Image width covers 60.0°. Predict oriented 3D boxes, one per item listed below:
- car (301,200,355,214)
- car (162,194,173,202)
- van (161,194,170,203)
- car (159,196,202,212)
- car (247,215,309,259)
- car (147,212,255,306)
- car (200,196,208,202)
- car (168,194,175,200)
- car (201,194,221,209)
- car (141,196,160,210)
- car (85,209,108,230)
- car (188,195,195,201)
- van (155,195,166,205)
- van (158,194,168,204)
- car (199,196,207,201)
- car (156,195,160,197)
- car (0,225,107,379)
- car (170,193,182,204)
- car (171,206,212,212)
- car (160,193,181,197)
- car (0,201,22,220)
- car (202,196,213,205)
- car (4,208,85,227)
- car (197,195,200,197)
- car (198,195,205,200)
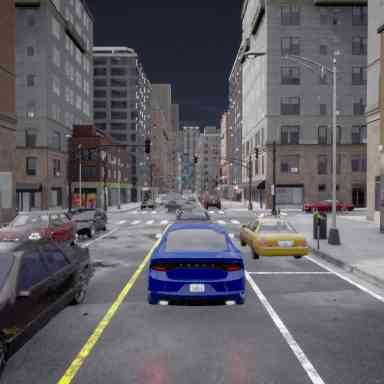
[{"bbox_3d":[13.308,1.458,32.848,4.718,1.301,1.895,-1,1,-1],"label":"car"},{"bbox_3d":[-5.801,1.380,78.092,2.192,1.841,5.009,-1,0,0],"label":"car"},{"bbox_3d":[-5.792,1.403,72.506,1.690,1.788,3.998,-1,0,0],"label":"van"},{"bbox_3d":[-1.274,1.521,34.373,1.837,1.490,4.892,-2,1,-28],"label":"car"},{"bbox_3d":[2.829,1.527,12.391,1.752,1.417,4.829,-1,0,0],"label":"car"},{"bbox_3d":[0.084,1.478,8.126,1.882,1.535,5.008,0,0,0],"label":"car"},{"bbox_3d":[2.735,1.590,78.275,1.752,1.417,4.829,-1,0,0],"label":"car"},{"bbox_3d":[-5.825,1.513,94.849,1.967,1.590,4.097,-1,0,0],"label":"car"},{"bbox_3d":[2.777,1.351,44.589,2.192,1.841,5.009,-1,0,0],"label":"car"},{"bbox_3d":[-5.746,1.602,44.577,1.947,1.339,4.313,-1,0,0],"label":"car"},{"bbox_3d":[-5.704,1.571,17.703,1.947,1.339,4.313,-1,0,0],"label":"car"},{"bbox_3d":[-0.131,1.538,84.471,1.895,1.301,4.718,0,0,0],"label":"car"},{"bbox_3d":[-5.775,1.394,61.334,1.690,1.788,3.998,-1,0,0],"label":"van"},{"bbox_3d":[-5.783,1.399,66.920,1.690,1.788,3.998,-1,0,0],"label":"van"},{"bbox_3d":[2.728,1.634,83.691,1.947,1.339,4.313,-1,0,0],"label":"car"},{"bbox_3d":[-5.764,1.573,55.578,1.752,1.417,4.829,-1,0,0],"label":"car"},{"bbox_3d":[-3.108,1.547,5.315,2.033,1.411,5.357,0,0,0],"label":"car"},{"bbox_3d":[-3.134,1.282,66.797,2.150,2.045,5.566,0,0,0],"label":"car"},{"bbox_3d":[0.073,1.606,17.489,1.895,1.301,4.718,0,0,0],"label":"car"},{"bbox_3d":[-3.172,1.393,49.495,2.097,1.767,4.553,0,0,0],"label":"car"},{"bbox_3d":[-18.073,1.665,29.486,5.008,1.535,1.882,-1,1,-1],"label":"car"},{"bbox_3d":[2.757,1.578,61.517,1.752,1.417,4.829,-1,0,0],"label":"car"},{"bbox_3d":[-5.696,1.442,12.207,1.967,1.590,4.097,-1,0,0],"label":"car"},{"bbox_3d":[2.747,1.372,66.933,2.192,1.841,5.009,-1,0,0],"label":"car"},{"bbox_3d":[2.714,1.624,94.862,2.008,1.369,4.403,-1,0,0],"label":"car"}]
